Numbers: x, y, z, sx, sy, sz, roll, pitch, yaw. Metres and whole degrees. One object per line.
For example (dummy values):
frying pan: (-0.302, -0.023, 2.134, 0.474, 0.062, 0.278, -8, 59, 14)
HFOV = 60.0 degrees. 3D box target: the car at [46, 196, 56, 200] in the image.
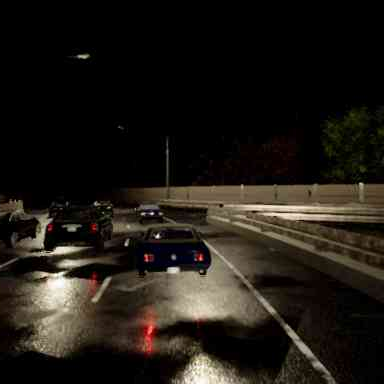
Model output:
car: (-34.253, 1.637, 80.200, 4.674, 1.442, 1.812, 0, 0, 42)

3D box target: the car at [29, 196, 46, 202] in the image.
car: (-37.096, 1.637, 77.998, 5.357, 1.411, 2.033, 0, 0, 42)

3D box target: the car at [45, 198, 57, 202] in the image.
car: (-11.839, 1.595, 30.290, 1.837, 1.490, 4.892, 0, 0, -16)

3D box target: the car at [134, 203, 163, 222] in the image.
car: (-3.479, 1.614, 26.409, 2.033, 1.411, 5.357, 0, 0, -14)

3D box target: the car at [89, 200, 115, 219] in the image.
car: (-8.340, 1.576, 30.775, 2.128, 1.511, 4.902, 0, 0, -16)

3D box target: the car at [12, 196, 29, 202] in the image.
car: (-39.523, 1.649, 75.476, 4.181, 1.385, 1.994, 0, 0, 42)

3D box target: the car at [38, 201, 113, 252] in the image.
car: (-4.684, 1.393, 14.313, 2.097, 1.767, 4.553, 0, 0, -7)

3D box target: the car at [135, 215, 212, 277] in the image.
car: (-0.641, 1.626, 10.314, 1.895, 1.301, 4.718, 0, 0, -5)

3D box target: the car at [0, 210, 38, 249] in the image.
car: (-8.250, 1.538, 14.706, 2.128, 1.511, 4.902, 0, 0, -8)
